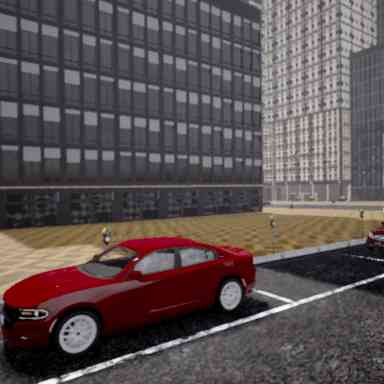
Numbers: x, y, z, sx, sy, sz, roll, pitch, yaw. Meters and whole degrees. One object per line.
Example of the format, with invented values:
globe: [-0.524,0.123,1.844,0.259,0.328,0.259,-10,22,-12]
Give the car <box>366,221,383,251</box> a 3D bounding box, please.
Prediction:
car: [8.227,1.472,12.438,4.206,1.307,1.802,-1,0,-35]

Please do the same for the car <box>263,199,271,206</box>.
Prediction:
car: [12.433,1.881,60.758,1.994,1.385,4.181,-1,0,-34]

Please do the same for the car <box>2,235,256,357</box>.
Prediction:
car: [-0.825,1.524,5.980,4.507,1.381,1.887,-1,0,-35]
